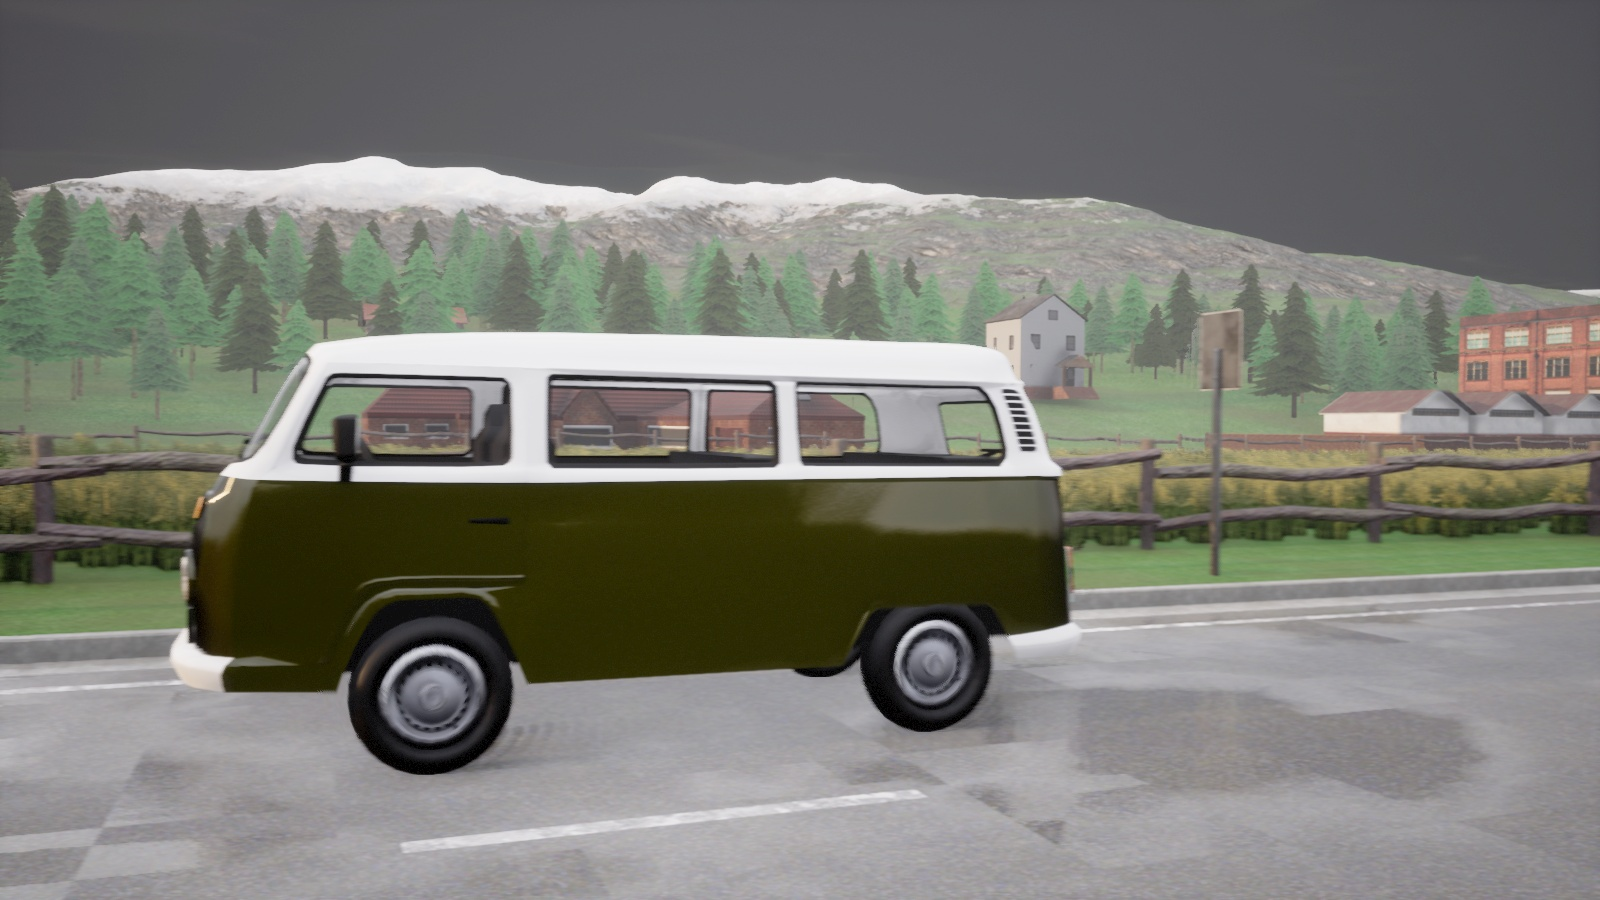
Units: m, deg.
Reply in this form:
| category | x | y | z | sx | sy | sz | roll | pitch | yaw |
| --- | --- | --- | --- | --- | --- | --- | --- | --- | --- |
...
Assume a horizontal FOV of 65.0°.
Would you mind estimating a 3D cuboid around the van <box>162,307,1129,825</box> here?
| category | x | y | z | sx | sy | sz | roll | pitch | yaw |
| --- | --- | --- | --- | --- | --- | --- | --- | --- | --- |
| van | -0.760 | 0.418 | 6.691 | 4.480 | 2.038 | 2.069 | -1 | 1 | -21 |
